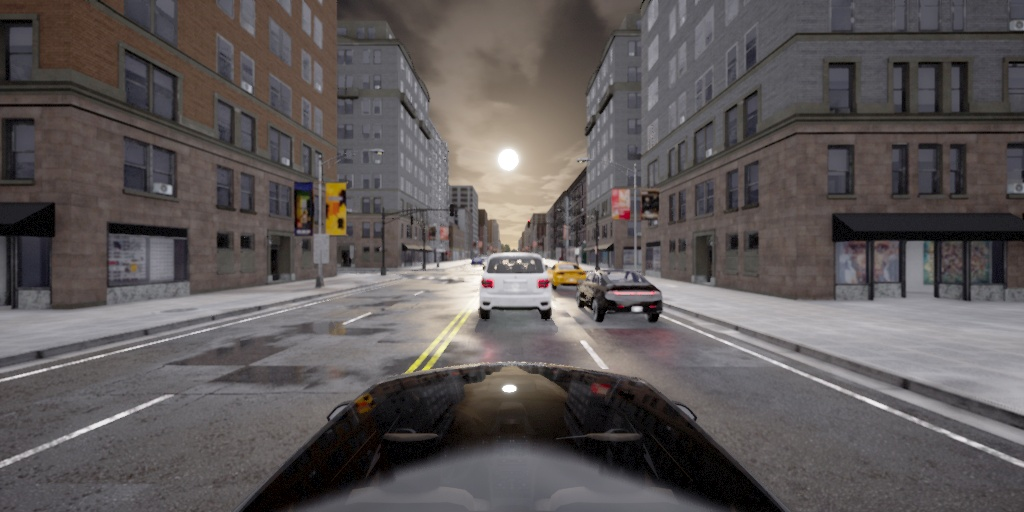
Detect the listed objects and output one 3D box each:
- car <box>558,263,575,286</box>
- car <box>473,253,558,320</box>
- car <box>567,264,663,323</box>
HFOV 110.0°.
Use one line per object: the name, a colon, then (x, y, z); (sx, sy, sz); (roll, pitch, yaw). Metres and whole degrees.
car: (3.287, 1.149, 22.154); (1.882, 1.535, 5.008); (0, 0, 0)
car: (0.117, 0.927, 12.519); (2.150, 2.045, 5.566); (0, 0, 1)
car: (3.360, 1.201, 12.014); (2.128, 1.511, 4.902); (0, 0, 0)
